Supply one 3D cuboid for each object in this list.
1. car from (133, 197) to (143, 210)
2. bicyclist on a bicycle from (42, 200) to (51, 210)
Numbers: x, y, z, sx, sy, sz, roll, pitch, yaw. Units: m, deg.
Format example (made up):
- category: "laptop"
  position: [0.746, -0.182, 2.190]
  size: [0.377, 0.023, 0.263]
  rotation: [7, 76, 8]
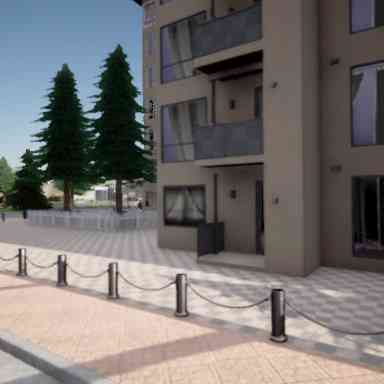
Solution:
- category: "car"
  position: [-6.136, 1.865, 50.030]
  size: [1.837, 1.490, 4.892]
  rotation: [-1, 0, 35]
- category: "bicyclist on a bicycle"
  position: [-13.992, 1.616, 32.086]
  size: [1.656, 1.620, 0.582]
  rotation: [-1, -1, 35]
